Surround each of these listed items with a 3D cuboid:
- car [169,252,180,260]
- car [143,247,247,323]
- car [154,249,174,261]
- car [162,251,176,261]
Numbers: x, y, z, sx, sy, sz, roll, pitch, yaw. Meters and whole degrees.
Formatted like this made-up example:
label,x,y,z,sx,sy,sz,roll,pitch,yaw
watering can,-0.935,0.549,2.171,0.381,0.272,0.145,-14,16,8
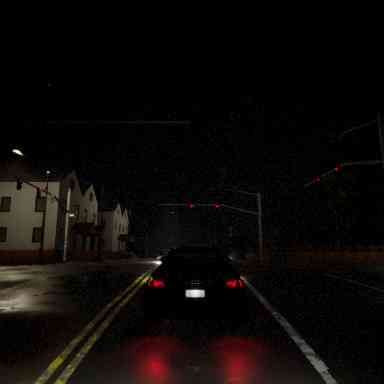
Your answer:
label,x,y,z,sx,sy,sz,roll,pitch,yaw
car,-3.557,12.919,67.176,1.994,1.385,4.181,0,-11,1
car,0.067,1.982,7.852,1.994,1.385,4.181,0,-7,0
car,-3.628,8.293,43.563,2.128,1.511,4.902,0,-11,0
car,-3.627,10.081,52.771,1.837,1.490,4.892,0,-11,0
